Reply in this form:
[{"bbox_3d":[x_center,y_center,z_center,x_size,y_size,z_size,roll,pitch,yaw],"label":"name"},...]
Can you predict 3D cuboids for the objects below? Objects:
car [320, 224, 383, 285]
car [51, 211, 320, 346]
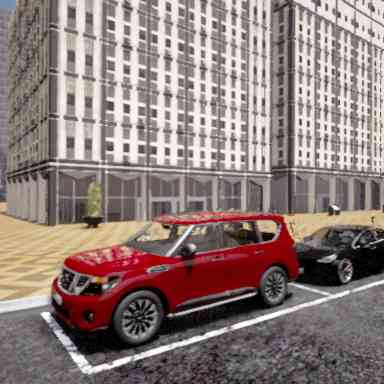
[{"bbox_3d":[4.501,1.650,9.775,4.313,1.339,1.947,1,0,-36],"label":"car"},{"bbox_3d":[0.007,1.349,6.568,5.009,1.841,2.192,1,0,-36],"label":"car"}]
